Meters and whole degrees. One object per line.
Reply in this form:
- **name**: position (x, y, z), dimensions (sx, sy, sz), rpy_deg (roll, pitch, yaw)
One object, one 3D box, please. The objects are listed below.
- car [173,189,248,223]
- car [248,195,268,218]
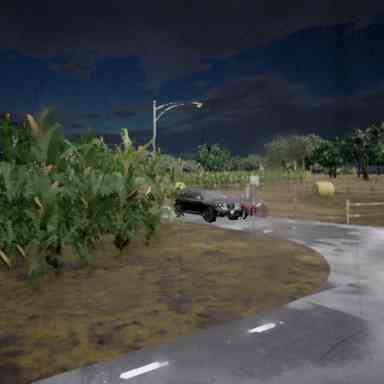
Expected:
- **car**: position (0.842, 0.807, 22.323), dimensions (2.150, 2.045, 5.566), rpy_deg (-1, 2, -35)
- **car**: position (3.206, 0.895, 23.696), dimensions (2.097, 1.767, 4.553), rpy_deg (-1, 2, -33)
